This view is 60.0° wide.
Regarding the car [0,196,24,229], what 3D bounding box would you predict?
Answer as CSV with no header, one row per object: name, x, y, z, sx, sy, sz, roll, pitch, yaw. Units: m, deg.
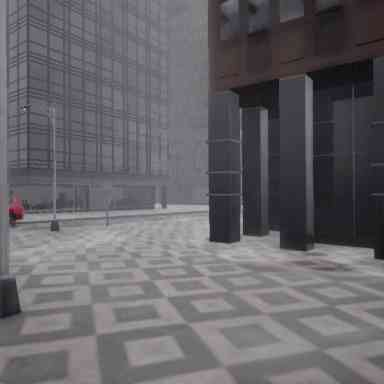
car,-13.804,1.304,21.355,2.150,2.045,5.566,-1,0,36
